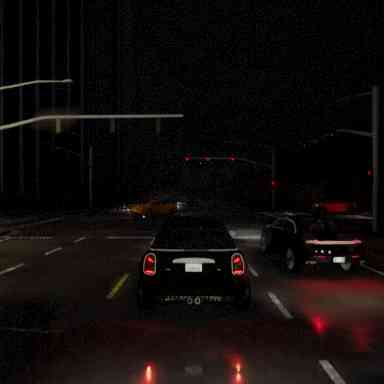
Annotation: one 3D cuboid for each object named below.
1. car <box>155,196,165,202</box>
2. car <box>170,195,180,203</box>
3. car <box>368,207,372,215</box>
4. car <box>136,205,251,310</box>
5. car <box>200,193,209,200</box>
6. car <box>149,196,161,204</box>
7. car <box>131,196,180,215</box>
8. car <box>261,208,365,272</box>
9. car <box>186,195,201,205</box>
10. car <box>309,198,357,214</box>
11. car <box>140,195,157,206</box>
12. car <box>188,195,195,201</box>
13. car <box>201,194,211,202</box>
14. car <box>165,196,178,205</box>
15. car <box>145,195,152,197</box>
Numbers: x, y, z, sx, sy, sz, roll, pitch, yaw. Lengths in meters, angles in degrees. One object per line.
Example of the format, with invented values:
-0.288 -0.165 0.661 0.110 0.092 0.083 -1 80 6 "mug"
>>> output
-7.131 1.590 74.238 1.895 1.301 4.718 0 0 0 "car"
-3.624 1.496 70.530 1.837 1.490 4.892 0 0 0 "car"
19.044 1.580 31.166 4.674 1.442 1.812 0 0 0 "car"
0.043 1.352 7.992 2.097 1.767 4.553 0 0 0 "car"
3.346 1.211 87.514 2.097 1.767 4.553 0 0 0 "car"
-7.164 1.522 64.195 1.812 1.442 4.674 0 0 0 "car"
-3.575 1.506 32.298 1.882 1.535 5.008 1 1 44 "car"
3.600 1.491 10.801 2.128 1.511 4.902 0 0 -3 "car"
-0.001 1.544 58.973 2.033 1.411 5.357 0 0 0 "car"
14.610 1.406 34.741 4.553 1.767 2.097 0 0 2 "car"
-7.184 1.349 55.399 2.097 1.767 4.553 0 0 0 "car"
-0.155 1.591 88.205 1.895 1.301 4.718 0 0 0 "car"
3.364 1.515 77.434 1.812 1.442 4.674 0 0 0 "car"
-3.678 1.488 60.320 2.128 1.511 4.902 0 0 0 "car"
-7.175 1.523 46.496 1.812 1.442 4.674 0 0 0 "car"
